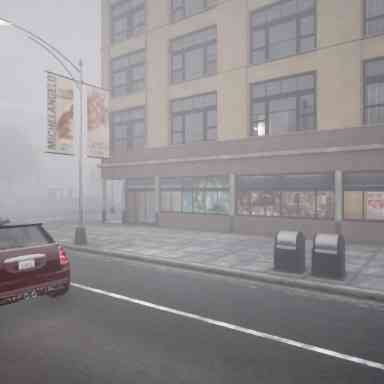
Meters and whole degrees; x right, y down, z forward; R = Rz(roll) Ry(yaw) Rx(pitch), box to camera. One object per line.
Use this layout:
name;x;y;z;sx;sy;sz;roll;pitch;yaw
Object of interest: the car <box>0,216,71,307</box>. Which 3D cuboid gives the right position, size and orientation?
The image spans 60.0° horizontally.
car;-4.763;1.352;7.369;4.553;1.767;2.097;0;0;36
